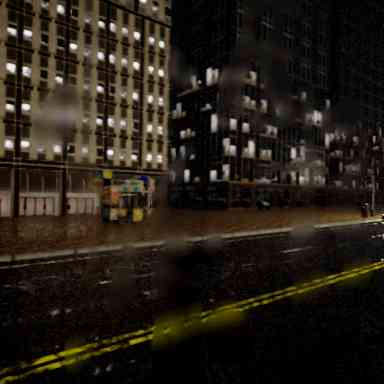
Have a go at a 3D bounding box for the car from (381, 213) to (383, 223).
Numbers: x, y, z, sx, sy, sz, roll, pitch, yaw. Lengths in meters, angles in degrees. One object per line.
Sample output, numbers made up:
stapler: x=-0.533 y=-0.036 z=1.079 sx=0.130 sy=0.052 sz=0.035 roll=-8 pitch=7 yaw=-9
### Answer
car: x=15.840 y=1.730 z=24.492 sx=4.718 sy=1.301 sz=1.895 roll=0 pitch=0 yaw=-38
